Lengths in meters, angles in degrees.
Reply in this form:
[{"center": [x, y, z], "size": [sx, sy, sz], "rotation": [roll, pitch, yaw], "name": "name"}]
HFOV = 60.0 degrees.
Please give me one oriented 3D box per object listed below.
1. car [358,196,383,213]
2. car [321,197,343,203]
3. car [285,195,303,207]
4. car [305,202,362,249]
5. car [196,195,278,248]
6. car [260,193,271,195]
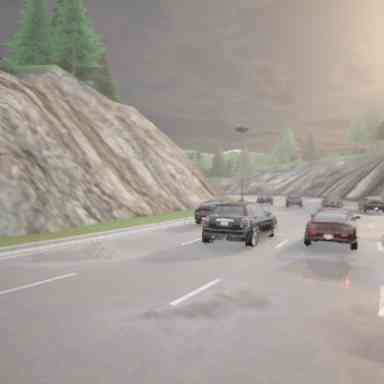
[{"center": [17.356, 1.193, 32.149], "size": [1.837, 1.490, 4.892], "rotation": [1, 1, 19], "name": "car"}, {"center": [15.111, 1.189, 35.871], "size": [2.033, 1.411, 5.357], "rotation": [0, 1, 16], "name": "car"}, {"center": [12.919, 1.060, 42.202], "size": [2.128, 1.511, 4.902], "rotation": [0, 1, 14], "name": "car"}, {"center": [5.899, 1.386, 13.831], "size": [1.812, 1.442, 4.674], "rotation": [1, 1, 27], "name": "car"}, {"center": [2.234, 1.198, 14.444], "size": [2.097, 1.767, 4.553], "rotation": [0, 1, 28], "name": "car"}, {"center": [9.861, 0.890, 44.543], "size": [2.097, 1.767, 4.553], "rotation": [0, 1, 14], "name": "car"}]
